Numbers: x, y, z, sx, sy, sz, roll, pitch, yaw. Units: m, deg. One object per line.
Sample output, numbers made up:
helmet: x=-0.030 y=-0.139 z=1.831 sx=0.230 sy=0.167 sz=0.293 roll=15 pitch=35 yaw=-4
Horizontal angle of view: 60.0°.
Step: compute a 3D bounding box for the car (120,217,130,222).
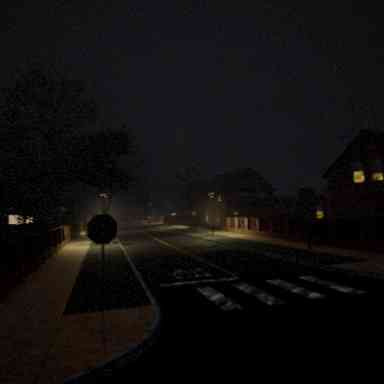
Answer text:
car: x=-17.673 y=7.281 z=88.912 sx=1.895 sy=1.301 sz=4.718 roll=-2 pitch=-3 yaw=-15
